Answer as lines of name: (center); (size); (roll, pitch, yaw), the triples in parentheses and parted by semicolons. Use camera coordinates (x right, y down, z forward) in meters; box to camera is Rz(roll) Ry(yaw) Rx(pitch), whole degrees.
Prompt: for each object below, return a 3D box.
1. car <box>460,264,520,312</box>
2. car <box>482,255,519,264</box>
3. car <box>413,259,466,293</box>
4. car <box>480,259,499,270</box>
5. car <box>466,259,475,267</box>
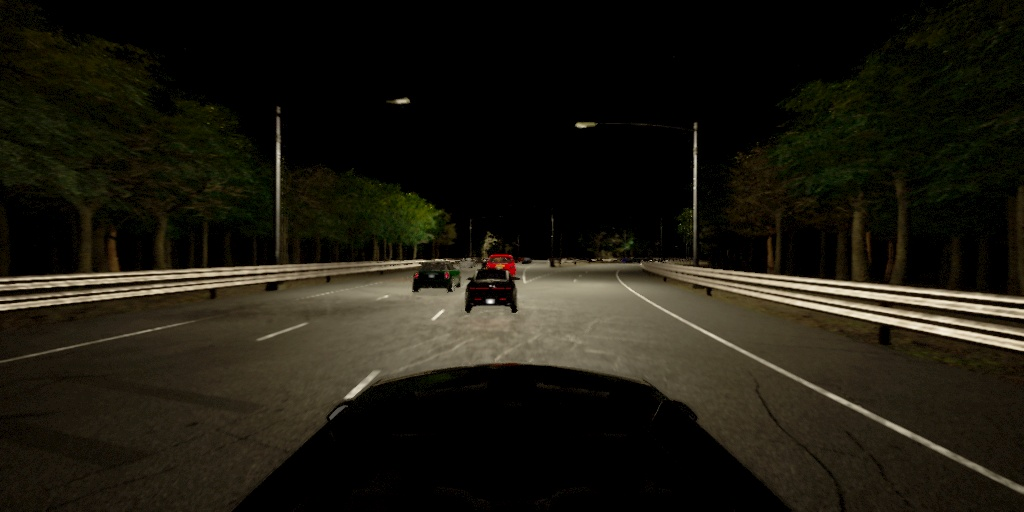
car: (-0.755, 1.248, 14.281); (1.837, 1.490, 4.892); (0, 0, -1)
car: (-0.765, 0.943, 27.504); (2.150, 2.045, 5.566); (0, 0, 1)
car: (-4.186, 1.069, 20.740); (2.097, 1.767, 4.553); (0, 0, 0)
car: (-3.185, 1.169, 51.191); (2.128, 1.511, 4.902); (0, 0, 4)
car: (-6.591, 1.186, 53.254); (1.812, 1.442, 4.674); (0, 0, 4)
